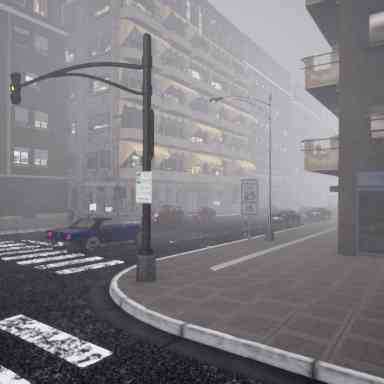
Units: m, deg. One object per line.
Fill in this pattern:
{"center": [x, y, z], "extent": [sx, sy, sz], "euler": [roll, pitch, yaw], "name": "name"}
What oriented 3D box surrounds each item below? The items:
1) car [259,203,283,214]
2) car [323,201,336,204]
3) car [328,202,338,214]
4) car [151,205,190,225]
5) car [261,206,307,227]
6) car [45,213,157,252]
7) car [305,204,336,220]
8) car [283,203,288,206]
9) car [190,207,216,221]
{"center": [10.556, 2.326, 46.188], "extent": [1.887, 1.381, 4.507], "euler": [-1, -1, 35], "name": "car"}
{"center": [29.948, 2.821, 74.175], "extent": [1.967, 1.590, 4.097], "euler": [-1, -1, 35], "name": "car"}
{"center": [20.719, 2.458, 46.245], "extent": [1.752, 1.417, 4.829], "euler": [-1, -2, 35], "name": "car"}
{"center": [-2.393, 1.820, 27.551], "extent": [1.967, 1.590, 4.097], "euler": [-1, -1, 35], "name": "car"}
{"center": [7.671, 2.095, 27.463], "extent": [1.947, 1.339, 4.313], "euler": [-1, -2, 35], "name": "car"}
{"center": [-3.994, 1.819, 15.132], "extent": [1.895, 1.301, 4.718], "euler": [0, -1, 35], "name": "car"}
{"center": [14.147, 2.295, 36.784], "extent": [1.947, 1.339, 4.313], "euler": [-1, -2, 35], "name": "car"}
{"center": [13.697, 2.403, 50.709], "extent": [1.752, 1.417, 4.829], "euler": [-1, -1, 35], "name": "car"}
{"center": [0.844, 2.063, 32.207], "extent": [1.802, 1.307, 4.206], "euler": [-1, -1, 35], "name": "car"}
